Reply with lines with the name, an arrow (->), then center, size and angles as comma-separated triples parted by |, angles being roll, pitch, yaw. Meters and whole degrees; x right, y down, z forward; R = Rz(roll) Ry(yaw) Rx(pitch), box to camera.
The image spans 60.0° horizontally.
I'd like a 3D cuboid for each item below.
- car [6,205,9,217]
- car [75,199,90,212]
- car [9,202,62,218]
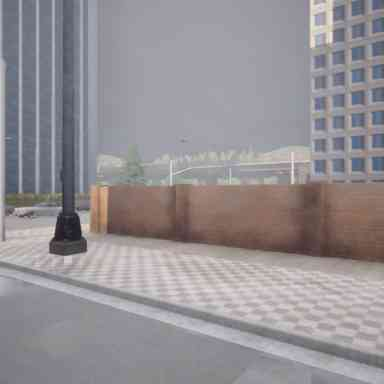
car -> -18.207, 1.547, 29.251 | 2.033, 1.411, 5.357 | 0, 0, 32
car -> -12.396, 1.547, 37.480 | 2.033, 1.411, 5.357 | 0, 0, 35
car -> -13.404, 1.601, 29.944 | 1.895, 1.301, 4.718 | 0, 0, 35
